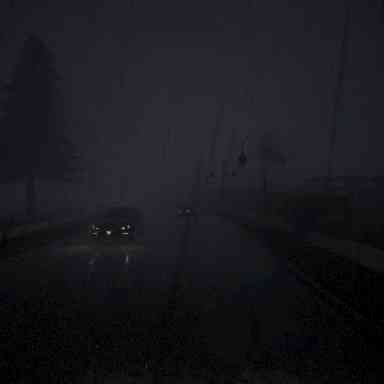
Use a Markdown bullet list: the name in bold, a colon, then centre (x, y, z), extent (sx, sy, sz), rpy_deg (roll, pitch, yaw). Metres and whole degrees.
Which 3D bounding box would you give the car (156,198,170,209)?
- **car**: centre (-3.530, 1.501, 44.263), extent (1.812, 1.442, 4.674), rpy_deg (0, 0, -14)

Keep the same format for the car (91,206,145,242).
- **car**: centre (-3.512, 1.498, 16.549), extent (1.837, 1.490, 4.892), rpy_deg (0, 0, 0)

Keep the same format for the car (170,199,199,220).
- **car**: centre (-0.556, 1.532, 28.052), extent (2.033, 1.411, 5.357), rpy_deg (0, 0, -6)
